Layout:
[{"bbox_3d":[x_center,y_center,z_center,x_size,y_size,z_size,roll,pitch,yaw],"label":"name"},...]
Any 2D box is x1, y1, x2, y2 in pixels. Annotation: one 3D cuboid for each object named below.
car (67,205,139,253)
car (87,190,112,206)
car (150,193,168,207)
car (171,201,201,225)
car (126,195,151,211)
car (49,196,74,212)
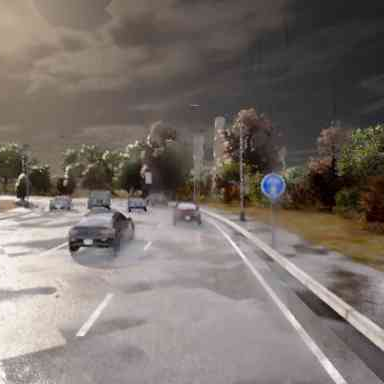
[{"bbox_3d":[-3.470,1.458,13.314,1.812,1.442,4.674,0,1,-1],"label":"car"},{"bbox_3d":[-9.888,0.849,35.512,2.150,2.045,5.566,0,1,-17],"label":"car"},{"bbox_3d":[-4.515,0.942,41.583,2.097,1.767,4.553,0,1,-20],"label":"car"},{"bbox_3d":[-0.419,1.354,22.406,1.812,1.442,4.674,0,1,-4],"label":"car"},{"bbox_3d":[-5.875,1.207,34.827,2.033,1.411,5.357,0,1,-15],"label":"car"},{"bbox_3d":[-12.863,1.138,32.943,2.128,1.511,4.902,0,1,-15],"label":"car"}]
